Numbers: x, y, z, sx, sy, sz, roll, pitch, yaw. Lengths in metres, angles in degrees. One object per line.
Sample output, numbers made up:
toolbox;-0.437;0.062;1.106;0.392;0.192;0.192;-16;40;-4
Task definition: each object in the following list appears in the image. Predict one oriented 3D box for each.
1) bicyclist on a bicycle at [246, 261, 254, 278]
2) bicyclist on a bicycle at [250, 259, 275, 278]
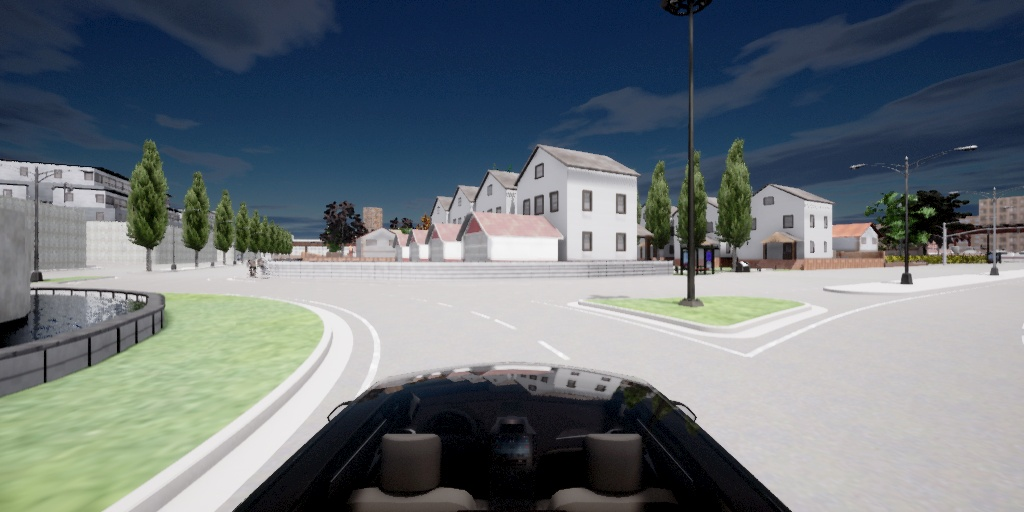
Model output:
bicyclist on a bicycle;-21.514;1.066;29.623;1.656;1.620;0.582;2;0;29
bicyclist on a bicycle;-20.152;0.934;29.035;0.582;1.620;1.656;-15;12;-19
